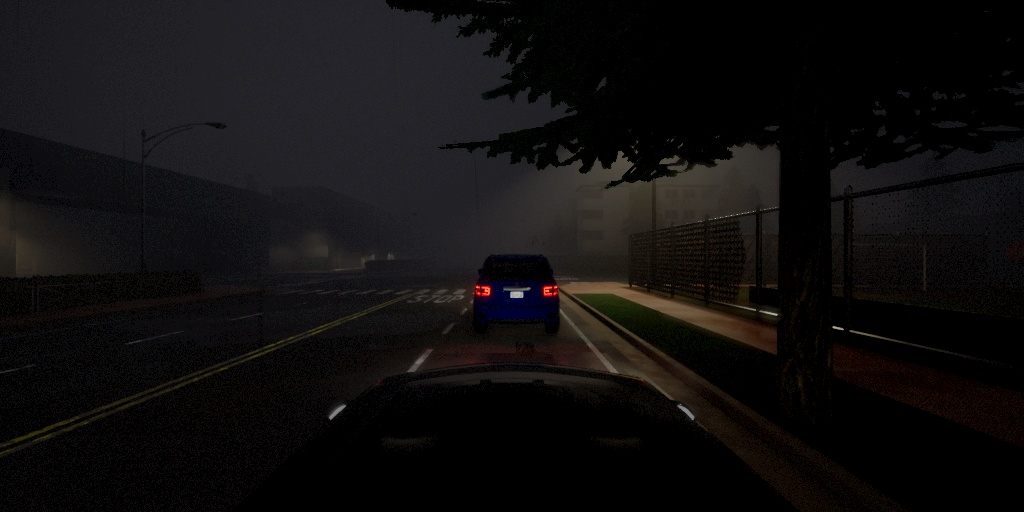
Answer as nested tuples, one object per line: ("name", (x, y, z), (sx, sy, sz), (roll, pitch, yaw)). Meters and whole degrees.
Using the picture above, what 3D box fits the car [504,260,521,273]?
("car", (0.027, 1.242, 45.664), (2.128, 1.511, 4.902), (0, 0, 0))

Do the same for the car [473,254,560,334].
("car", (0.116, 0.972, 10.798), (2.150, 2.045, 5.566), (0, 0, 0))
